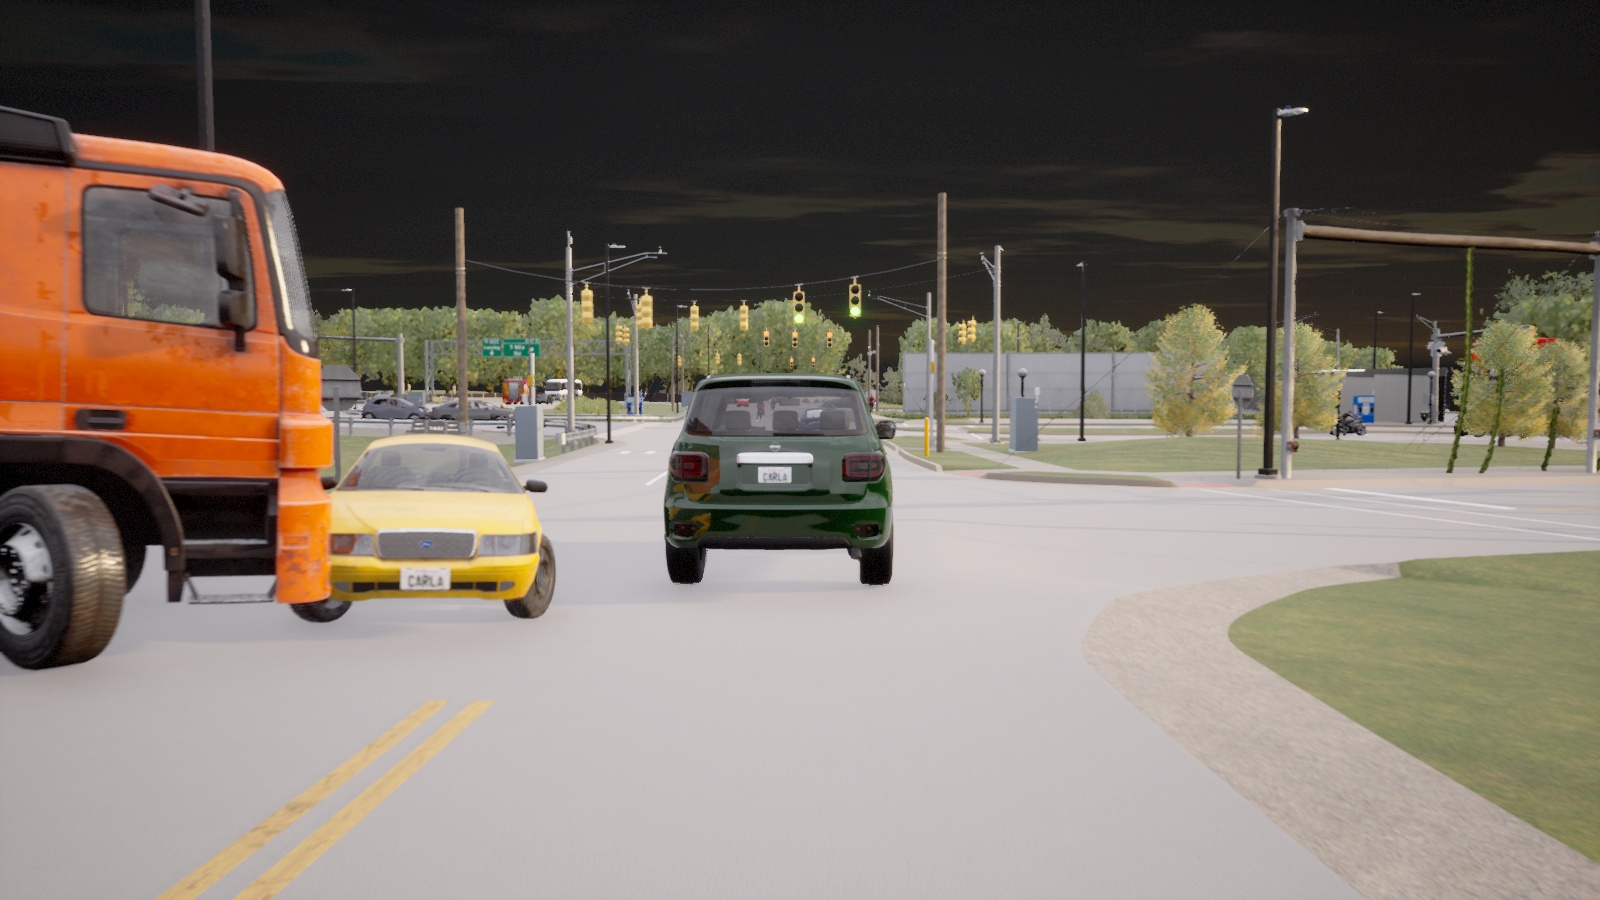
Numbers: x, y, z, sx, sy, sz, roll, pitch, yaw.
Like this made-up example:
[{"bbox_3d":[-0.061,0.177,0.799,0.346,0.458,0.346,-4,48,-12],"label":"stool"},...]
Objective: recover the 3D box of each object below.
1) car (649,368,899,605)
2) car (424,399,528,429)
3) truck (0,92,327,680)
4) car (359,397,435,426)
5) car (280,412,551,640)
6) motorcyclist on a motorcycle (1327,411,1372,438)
[{"bbox_3d":[-0.132,0.245,13.610,2.150,2.045,5.566,0,1,2],"label":"car"},{"bbox_3d":[-17.065,-1.929,66.312,4.902,1.511,2.128,0,3,2],"label":"car"},{"bbox_3d":[-7.317,-0.487,7.819,7.936,3.462,2.891,1,2,-24],"label":"truck"},{"bbox_3d":[-22.404,-2.158,69.839,3.633,1.501,1.845,2,3,0],"label":"car"},{"bbox_3d":[-3.408,0.497,11.487,1.801,1.575,5.366,2,1,-15],"label":"car"},{"bbox_3d":[31.647,-1.468,72.342,2.191,1.530,0.866,-1,3,-5],"label":"motorcyclist on a motorcycle"}]
